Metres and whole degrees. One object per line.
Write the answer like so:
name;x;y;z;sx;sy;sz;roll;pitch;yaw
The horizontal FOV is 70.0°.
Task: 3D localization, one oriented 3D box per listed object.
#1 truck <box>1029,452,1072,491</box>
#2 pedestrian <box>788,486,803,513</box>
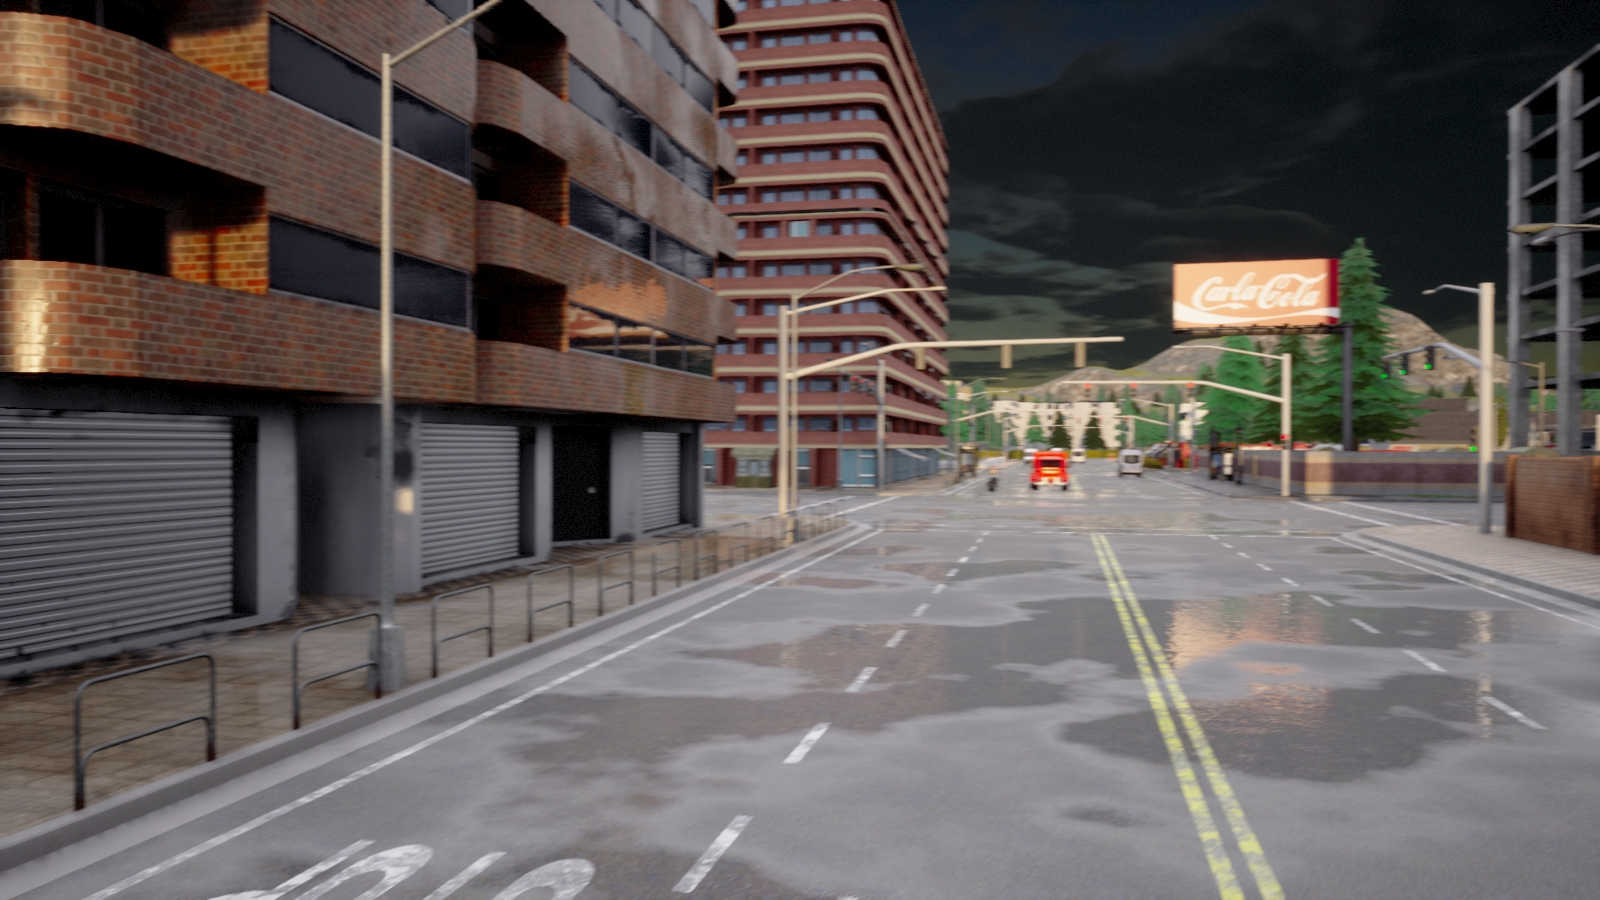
truck;16.338;1.364;74.742;2.627;2.467;5.204;0;0;11
pedestrian;-0.203;2.078;47.684;0.500;1.100;0.500;0;0;18
